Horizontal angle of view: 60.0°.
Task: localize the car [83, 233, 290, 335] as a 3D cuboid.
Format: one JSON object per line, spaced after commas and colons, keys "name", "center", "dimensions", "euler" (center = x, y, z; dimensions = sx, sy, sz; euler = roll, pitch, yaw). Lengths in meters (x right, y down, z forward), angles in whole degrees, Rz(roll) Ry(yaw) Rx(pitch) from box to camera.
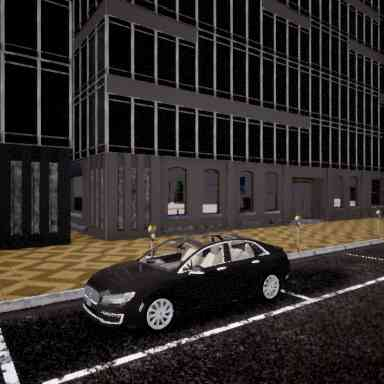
{"name": "car", "center": [0.113, 1.551, 6.639], "dimensions": [4.403, 1.369, 2.008], "euler": [0, 0, -35]}
